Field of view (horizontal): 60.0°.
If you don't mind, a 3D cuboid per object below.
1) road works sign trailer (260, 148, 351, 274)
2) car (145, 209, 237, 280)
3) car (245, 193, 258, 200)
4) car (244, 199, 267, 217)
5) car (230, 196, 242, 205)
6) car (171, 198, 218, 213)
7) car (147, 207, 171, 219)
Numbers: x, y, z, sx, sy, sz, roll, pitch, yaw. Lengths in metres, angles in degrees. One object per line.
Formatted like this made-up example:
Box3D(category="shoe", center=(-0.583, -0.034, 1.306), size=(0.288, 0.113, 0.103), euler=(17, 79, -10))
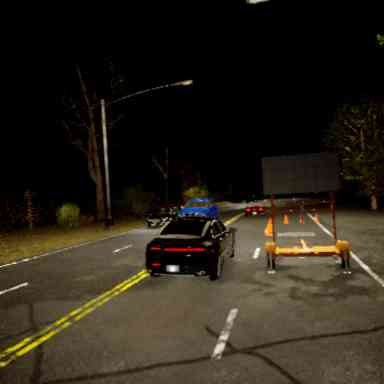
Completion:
Box3D(category="road works sign trailer", center=(3.503, 0.473, 10.627), size=(2.380, 3.560, 2.880), euler=(-4, -1, 15))
Box3D(category="car", center=(0.166, 1.495, 9.988), size=(1.837, 1.490, 4.892), euler=(-1, 0, 15))
Box3D(category="car", center=(11.723, 1.195, 64.986), size=(2.150, 2.045, 5.566), euler=(-4, 0, 16))
Box3D(category="car", center=(6.333, 1.643, 32.819), size=(1.895, 1.301, 4.718), euler=(-4, 0, 15))
Box3D(category="car", center=(8.880, 1.659, 66.797), size=(1.837, 1.490, 4.892), euler=(-4, 0, 16))
Box3D(category="car", center=(0.556, 1.542, 24.890), size=(2.150, 2.045, 5.566), euler=(-4, -1, 15))
Box3D(category="car", center=(-2.140, 2.009, 27.271), size=(1.837, 1.490, 4.892), euler=(-4, -1, 15))
